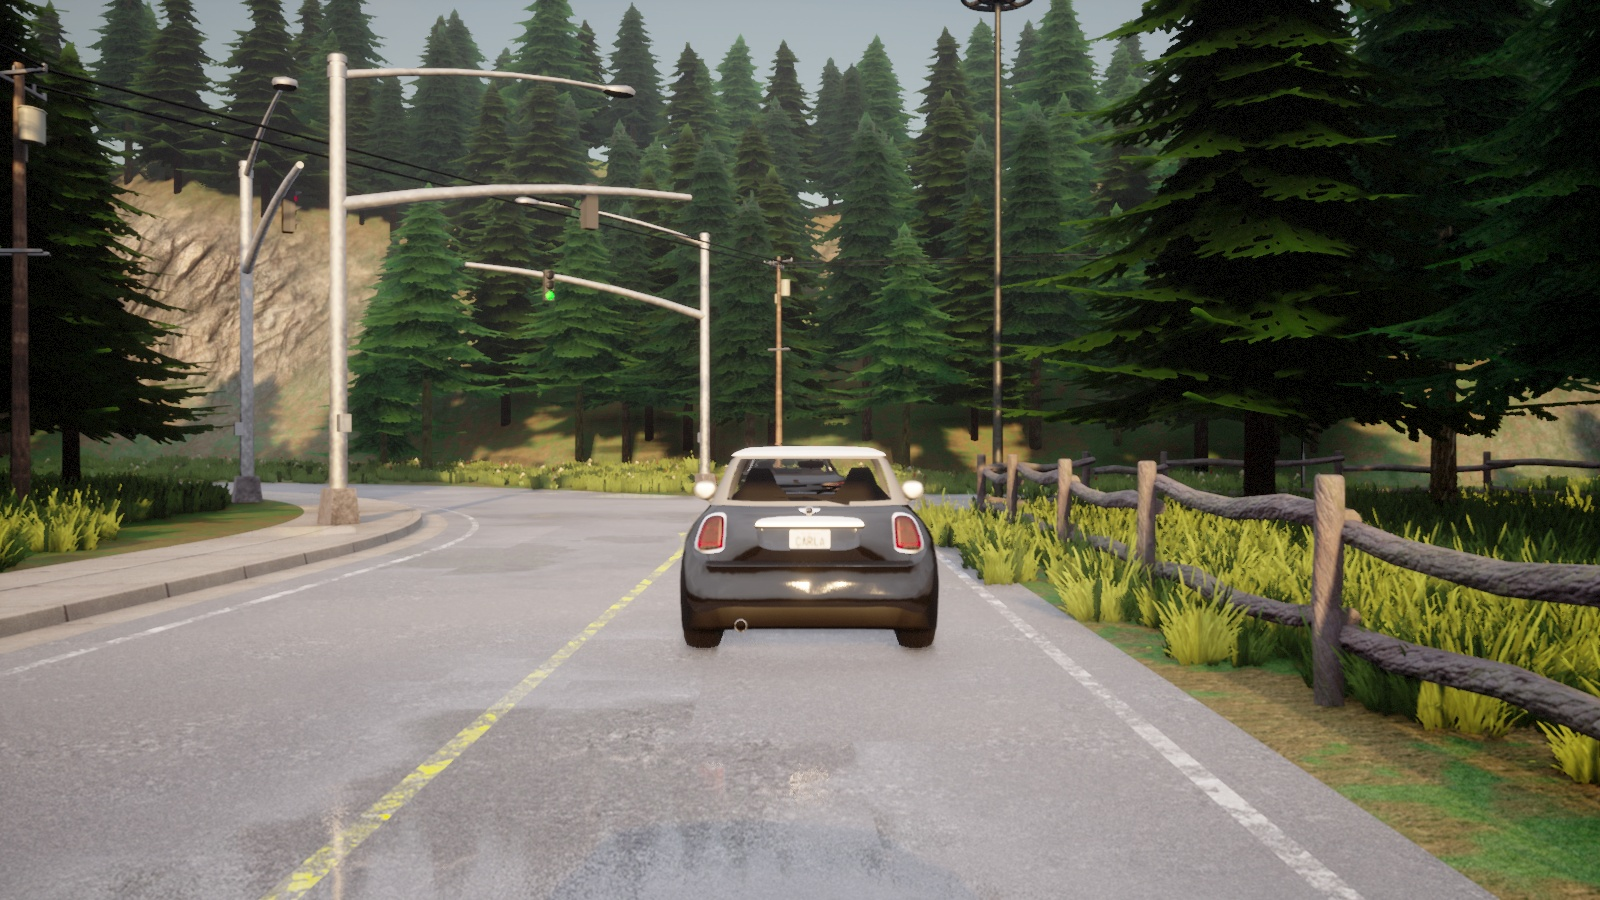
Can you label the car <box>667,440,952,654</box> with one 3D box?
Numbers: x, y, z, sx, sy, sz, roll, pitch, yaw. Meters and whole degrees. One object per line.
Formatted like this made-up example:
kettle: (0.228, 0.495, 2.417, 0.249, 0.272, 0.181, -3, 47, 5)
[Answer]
car: (0.075, 0.664, 10.583, 1.970, 1.475, 3.806, 0, 0, 0)
